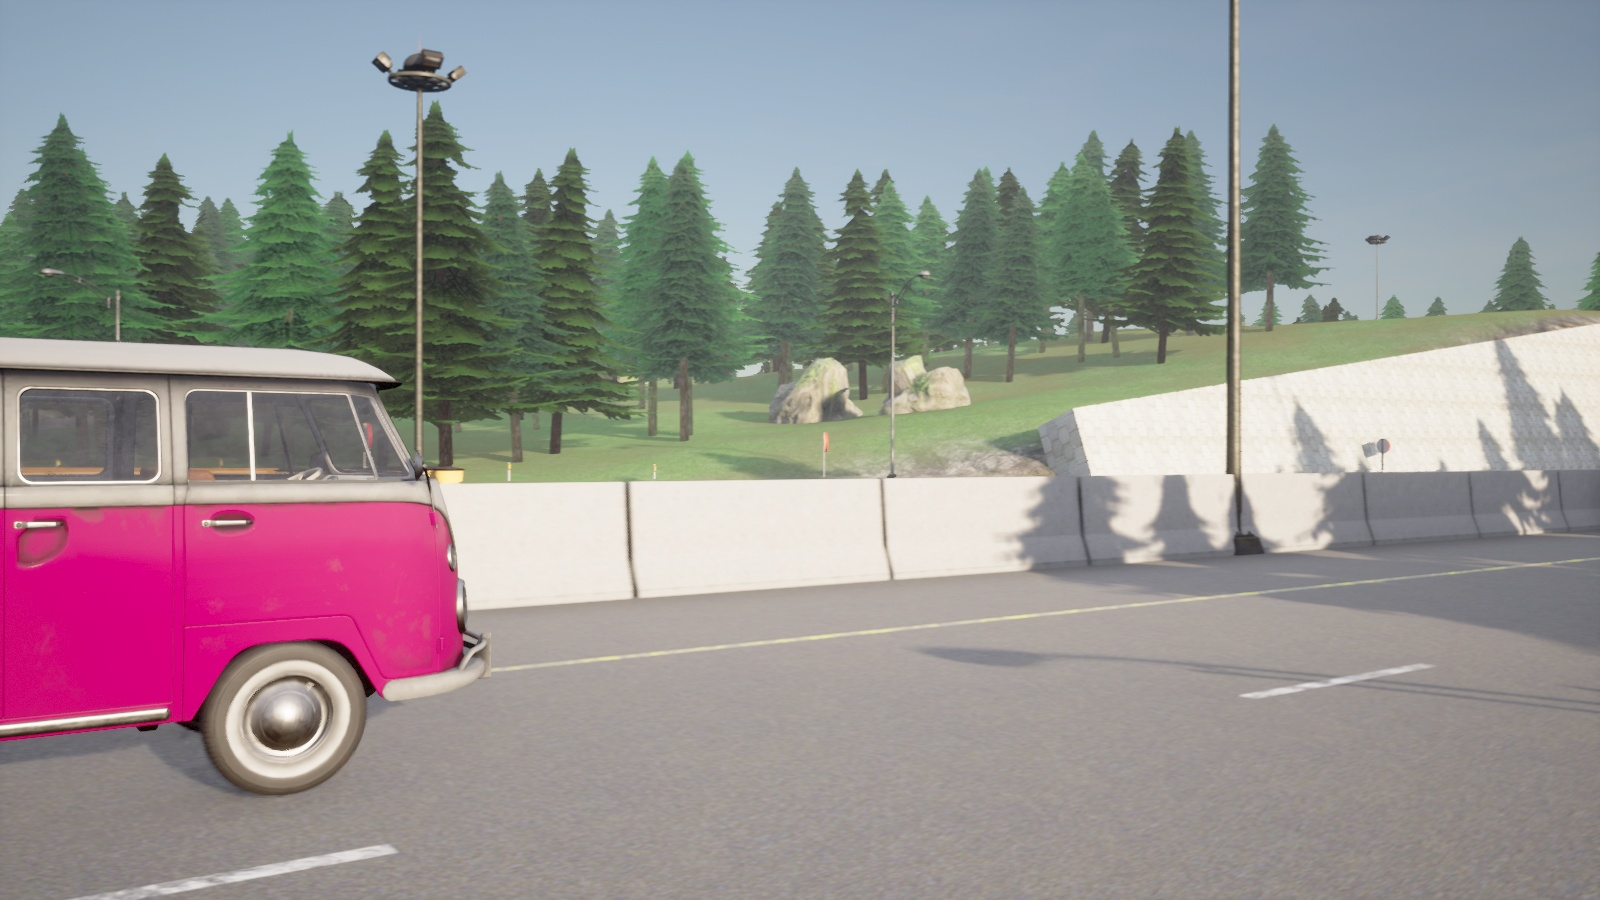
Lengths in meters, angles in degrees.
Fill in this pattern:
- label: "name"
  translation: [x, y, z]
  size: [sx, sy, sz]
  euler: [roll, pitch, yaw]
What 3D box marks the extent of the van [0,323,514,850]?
- label: "van"
  translation: [-3.677, 0.518, 5.365]
  size: [4.442, 1.987, 1.775]
  euler: [0, 0, -35]
